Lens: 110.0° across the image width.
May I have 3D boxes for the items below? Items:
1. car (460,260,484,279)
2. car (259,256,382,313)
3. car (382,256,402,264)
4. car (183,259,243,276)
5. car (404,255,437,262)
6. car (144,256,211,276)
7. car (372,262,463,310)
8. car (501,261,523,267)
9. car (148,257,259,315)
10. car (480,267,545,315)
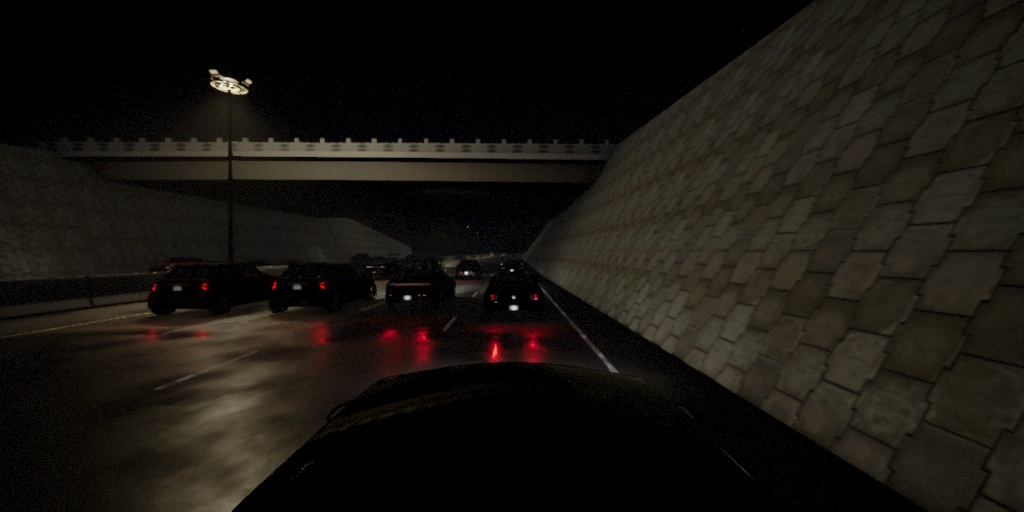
[{"bbox_3d":[-3.499,1.036,29.800,1.837,1.490,4.892,0,1,0],"label":"car"},{"bbox_3d":[-6.945,1.015,13.707,2.097,1.767,4.553,0,0,0],"label":"car"},{"bbox_3d":[-10.499,1.031,29.739,2.128,1.511,4.902,0,0,0],"label":"car"},{"bbox_3d":[-28.199,1.054,34.092,1.812,1.442,4.674,0,0,0],"label":"car"},{"bbox_3d":[-6.999,0.889,29.482,2.097,1.767,4.553,0,0,0],"label":"car"},{"bbox_3d":[-31.696,0.884,34.172,2.097,1.767,4.553,0,0,0],"label":"car"},{"bbox_3d":[-3.445,1.145,14.205,2.128,1.511,4.902,0,0,0],"label":"car"},{"bbox_3d":[0.000,1.085,30.435,1.994,1.385,4.181,0,0,0],"label":"car"},{"bbox_3d":[-10.445,1.023,13.312,2.097,1.767,4.553,0,0,0],"label":"car"},{"bbox_3d":[0.059,1.260,13.061,1.895,1.301,4.718,0,0,0],"label":"car"}]
